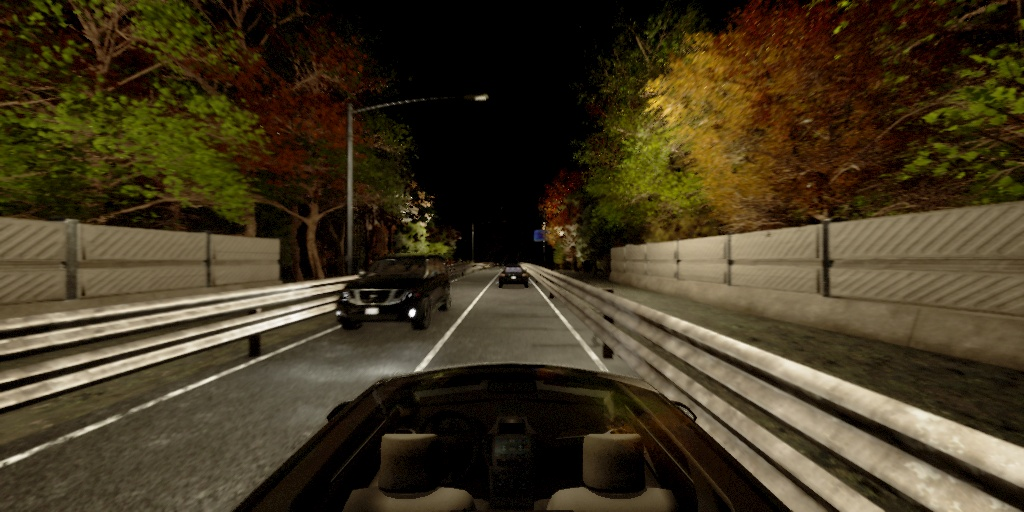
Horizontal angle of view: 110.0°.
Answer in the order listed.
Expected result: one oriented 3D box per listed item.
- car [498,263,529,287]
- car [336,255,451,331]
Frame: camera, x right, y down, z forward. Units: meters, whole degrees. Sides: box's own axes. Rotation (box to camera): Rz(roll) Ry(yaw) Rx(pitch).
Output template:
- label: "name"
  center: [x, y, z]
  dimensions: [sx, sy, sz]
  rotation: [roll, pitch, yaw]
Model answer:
- label: "car"
  center: [0.103, 1.363, 24.712]
  dimensions: [1.994, 1.385, 4.181]
  rotation: [0, 0, 0]
- label: "car"
  center: [-3.346, 0.971, 11.352]
  dimensions: [2.150, 2.045, 5.566]
  rotation: [0, 0, 0]
